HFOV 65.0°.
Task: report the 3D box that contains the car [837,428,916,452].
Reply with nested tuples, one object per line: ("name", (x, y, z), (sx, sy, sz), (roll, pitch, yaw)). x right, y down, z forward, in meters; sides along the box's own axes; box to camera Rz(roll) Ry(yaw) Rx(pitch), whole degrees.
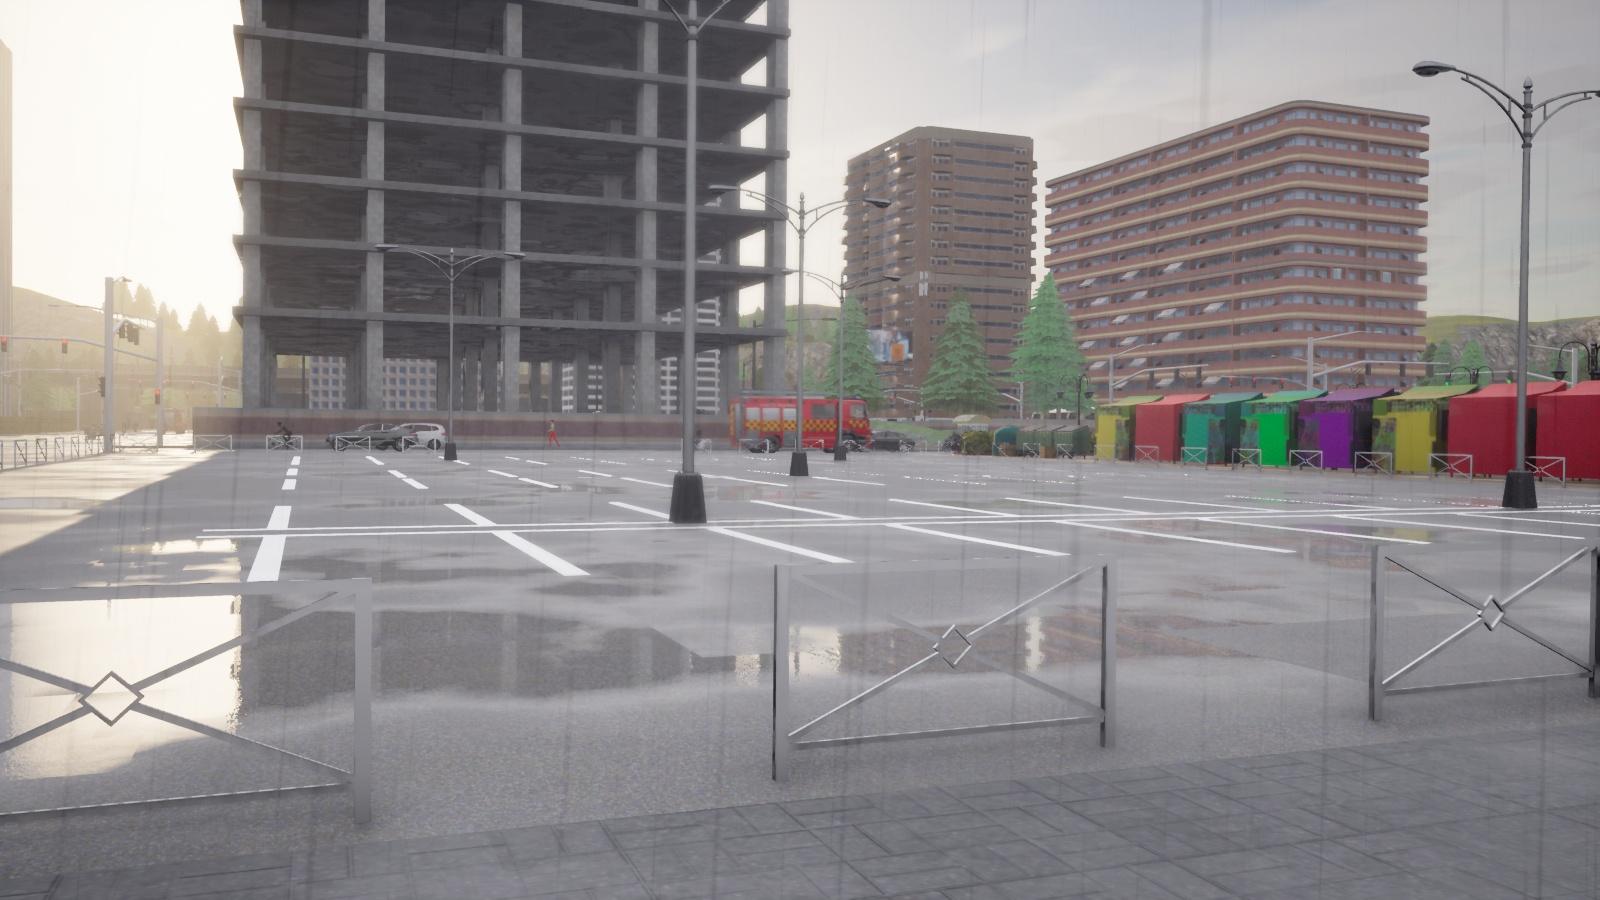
("car", (5.059, -0.655, 82.830), (4.892, 1.490, 1.837), (-1, 1, -22))

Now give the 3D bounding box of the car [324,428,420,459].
("car", (-24.227, -0.374, 71.120), (5.027, 1.651, 2.152), (-1, 1, -22))

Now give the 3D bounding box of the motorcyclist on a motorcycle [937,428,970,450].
("motorcyclist on a motorcycle", (10.853, -0.786, 88.915), (2.191, 1.530, 0.866), (-1, 1, -22))

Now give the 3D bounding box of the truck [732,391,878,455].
("truck", (0.309, -1.681, 77.149), (8.468, 3.827, 2.891), (-1, 1, -22))

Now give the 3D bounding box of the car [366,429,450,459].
("car", (-23.501, -0.383, 75.183), (4.611, 1.667, 2.242), (-1, 1, -22))
